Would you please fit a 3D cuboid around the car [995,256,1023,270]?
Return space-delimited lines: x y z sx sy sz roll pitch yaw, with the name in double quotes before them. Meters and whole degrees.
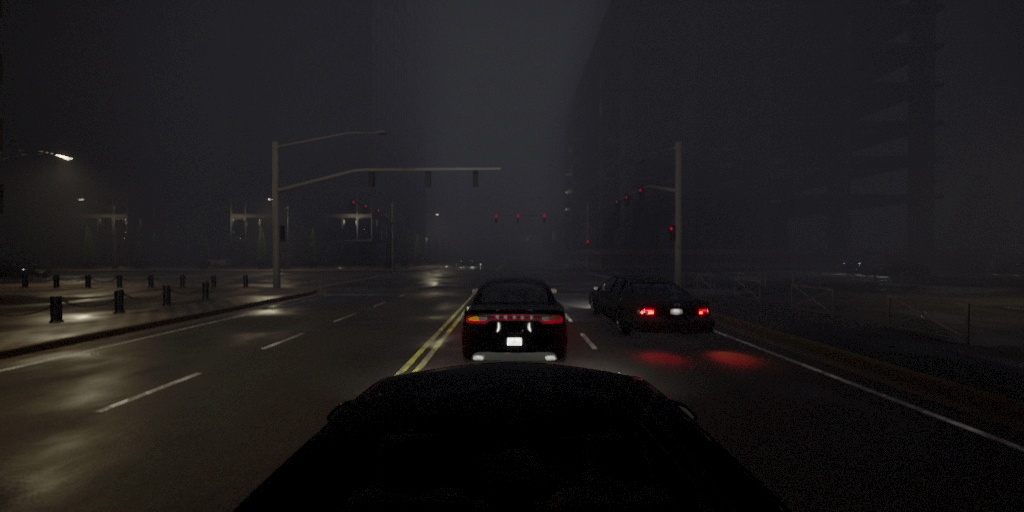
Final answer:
"car" 50.987 0.658 35.038 5.357 1.411 2.033 0 0 0

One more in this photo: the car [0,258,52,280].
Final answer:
"car" -38.476 1.009 27.486 4.902 1.511 2.128 0 0 1

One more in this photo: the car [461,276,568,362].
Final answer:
"car" 0.055 1.183 8.136 1.882 1.535 5.008 0 0 0

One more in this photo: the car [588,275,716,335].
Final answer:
"car" 3.571 1.238 10.260 2.033 1.411 5.357 0 0 0

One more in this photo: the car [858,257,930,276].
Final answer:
"car" 33.890 1.014 31.569 4.674 1.442 1.812 0 0 0

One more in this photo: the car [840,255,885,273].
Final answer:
"car" 35.025 0.817 35.079 4.553 1.767 2.097 0 0 0

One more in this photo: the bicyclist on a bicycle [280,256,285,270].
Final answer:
"bicyclist on a bicycle" -25.407 0.736 39.345 0.582 1.620 1.656 0 1 0

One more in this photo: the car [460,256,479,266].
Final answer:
"car" -7.056 0.718 57.439 2.097 1.767 4.553 0 0 0
